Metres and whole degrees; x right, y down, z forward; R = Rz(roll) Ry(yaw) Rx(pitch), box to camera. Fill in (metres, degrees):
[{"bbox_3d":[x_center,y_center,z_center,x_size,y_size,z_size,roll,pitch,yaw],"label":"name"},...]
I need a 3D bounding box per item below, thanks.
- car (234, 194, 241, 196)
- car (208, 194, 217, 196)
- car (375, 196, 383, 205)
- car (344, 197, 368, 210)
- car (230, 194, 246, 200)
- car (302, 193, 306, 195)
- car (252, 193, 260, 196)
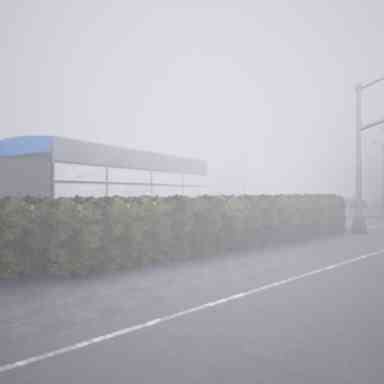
[{"bbox_3d":[8.796,1.284,63.623,4.514,1.523,2.007,0,0,-41],"label":"car"},{"bbox_3d":[4.313,1.281,85.330,4.514,1.523,2.007,0,0,-41],"label":"car"},{"bbox_3d":[31.417,1.366,54.056,3.806,1.475,1.970,0,0,-41],"label":"car"},{"bbox_3d":[19.230,1.327,39.673,4.514,1.523,2.007,0,0,-41],"label":"car"},{"bbox_3d":[12.049,1.213,87.136,3.806,1.475,1.970,0,0,-41],"label":"car"},{"bbox_3d":[24.797,1.057,72.759,3.866,1.878,1.905,0,0,-41],"label":"car"},{"bbox_3d":[16.471,1.134,82.474,5.027,1.636,2.152,0,0,-41],"label":"car"}]
